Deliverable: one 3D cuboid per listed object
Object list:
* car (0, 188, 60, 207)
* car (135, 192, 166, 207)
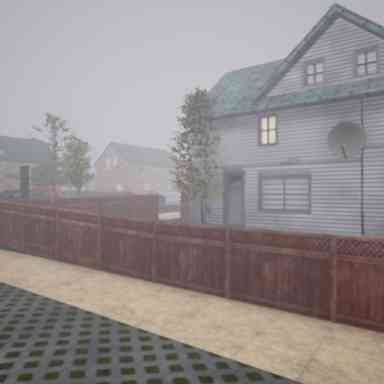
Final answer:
[{"bbox_3d":[-11.406,0.780,21.898,2.150,2.045,5.566,0,1,36],"label":"car"},{"bbox_3d":[-4.533,0.768,31.437,2.128,1.511,4.902,0,1,36],"label":"car"}]
